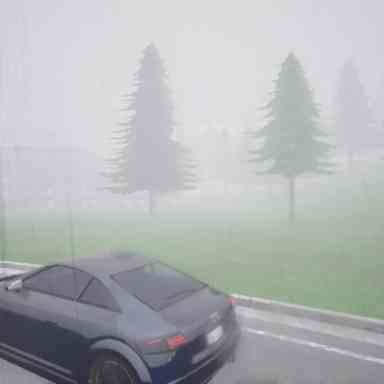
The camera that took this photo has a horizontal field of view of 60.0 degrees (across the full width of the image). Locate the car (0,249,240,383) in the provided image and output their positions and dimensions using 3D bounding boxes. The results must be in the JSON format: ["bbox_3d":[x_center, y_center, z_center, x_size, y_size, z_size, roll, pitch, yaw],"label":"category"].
[{"bbox_3d":[-1.447,1.558,4.735,4.181,1.385,1.994,0,0,32],"label":"car"}]
